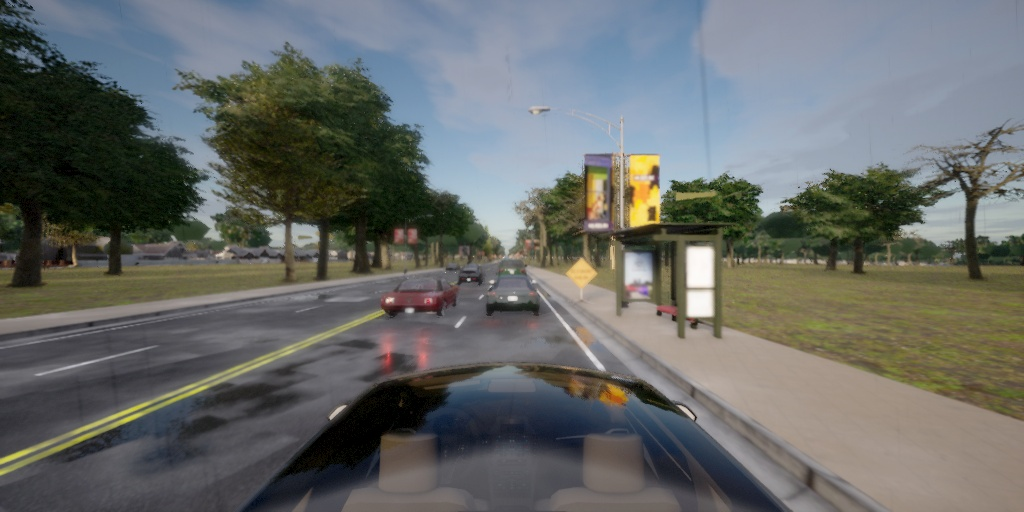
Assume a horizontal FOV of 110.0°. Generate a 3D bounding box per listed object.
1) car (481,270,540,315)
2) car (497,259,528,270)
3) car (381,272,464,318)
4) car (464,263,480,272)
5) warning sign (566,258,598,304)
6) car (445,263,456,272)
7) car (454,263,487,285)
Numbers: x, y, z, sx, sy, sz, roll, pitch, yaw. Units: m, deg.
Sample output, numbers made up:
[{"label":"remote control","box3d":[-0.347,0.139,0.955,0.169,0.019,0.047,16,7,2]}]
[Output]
[{"label":"car","box3d":[0.045,1.438,14.248,1.994,1.385,4.181,0,0,1]},{"label":"car","box3d":[0.032,1.239,28.017,2.150,2.045,5.566,0,0,1]},{"label":"car","box3d":[-3.210,1.467,13.566,1.895,1.301,4.718,0,-1,1]},{"label":"car","box3d":[-6.554,1.916,59.649,2.033,1.411,5.357,0,-1,1]},{"label":"warning sign","box3d":[2.848,0.993,14.750,1.300,1.860,1.060,0,0,0]},{"label":"car","box3d":[-9.808,1.873,59.715,1.837,1.490,4.892,0,0,0]},{"label":"car","box3d":[-3.208,1.534,29.178,1.837,1.490,4.892,0,0,1]}]
